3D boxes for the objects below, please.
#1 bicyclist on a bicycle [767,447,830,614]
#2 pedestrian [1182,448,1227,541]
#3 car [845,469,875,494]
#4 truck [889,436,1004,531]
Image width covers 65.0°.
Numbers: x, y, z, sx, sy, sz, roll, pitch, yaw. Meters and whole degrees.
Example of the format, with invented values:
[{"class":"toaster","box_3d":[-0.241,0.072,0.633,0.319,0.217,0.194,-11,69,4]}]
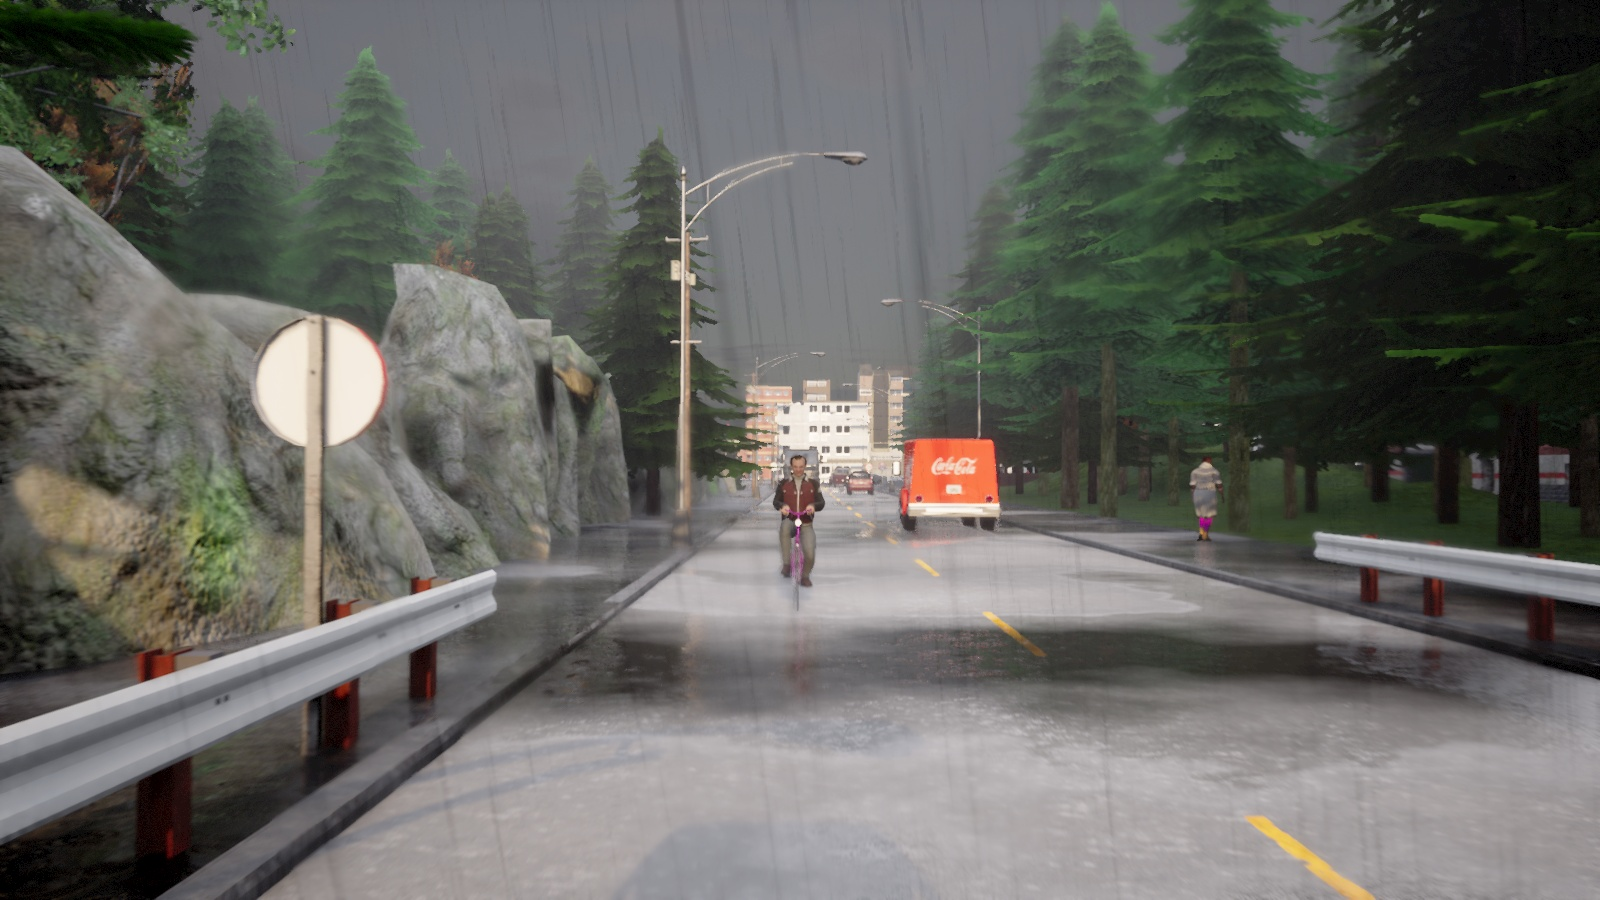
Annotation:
[{"class":"bicyclist on a bicycle","box_3d":[-0.015,0.923,14.317,0.659,1.776,1.843,0,-4,0]},{"class":"pedestrian","box_3d":[8.710,0.946,27.059,0.659,1.952,0.873,-1,-1,37]},{"class":"car","box_3d":[4.117,2.156,86.550,1.851,1.617,3.988,0,-1,0]},{"class":"truck","box_3d":[4.022,0.913,35.471,2.627,2.467,5.204,0,-1,0]}]
